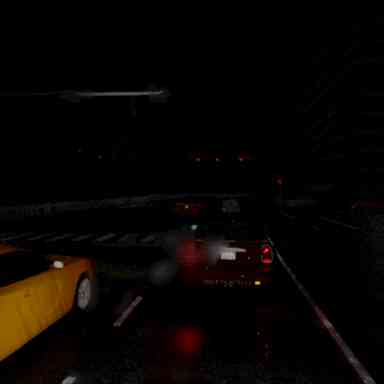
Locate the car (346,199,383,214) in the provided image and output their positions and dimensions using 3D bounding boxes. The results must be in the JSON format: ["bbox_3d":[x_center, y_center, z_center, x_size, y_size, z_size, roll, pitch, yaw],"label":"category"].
[{"bbox_3d":[18.314,1.440,33.685,5.008,1.535,1.882,1,0,7],"label":"car"}]

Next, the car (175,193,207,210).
[{"bbox_3d":[-0.173,1.212,28.910,2.097,1.767,4.553,0,0,7],"label":"car"}]

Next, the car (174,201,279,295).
[{"bbox_3d":[0.997,1.307,8.907,2.097,1.767,4.553,0,0,7],"label":"car"}]

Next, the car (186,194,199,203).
[{"bbox_3d":[0.080,1.172,62.214,1.812,1.442,4.674,0,0,7],"label":"car"}]

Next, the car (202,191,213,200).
[{"bbox_3d":[3.385,0.803,77.359,2.150,2.045,5.566,0,0,19],"label":"car"}]

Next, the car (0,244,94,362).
[{"bbox_3d":[-3.062,1.434,4.567,1.882,1.535,5.008,0,0,7],"label":"car"}]
